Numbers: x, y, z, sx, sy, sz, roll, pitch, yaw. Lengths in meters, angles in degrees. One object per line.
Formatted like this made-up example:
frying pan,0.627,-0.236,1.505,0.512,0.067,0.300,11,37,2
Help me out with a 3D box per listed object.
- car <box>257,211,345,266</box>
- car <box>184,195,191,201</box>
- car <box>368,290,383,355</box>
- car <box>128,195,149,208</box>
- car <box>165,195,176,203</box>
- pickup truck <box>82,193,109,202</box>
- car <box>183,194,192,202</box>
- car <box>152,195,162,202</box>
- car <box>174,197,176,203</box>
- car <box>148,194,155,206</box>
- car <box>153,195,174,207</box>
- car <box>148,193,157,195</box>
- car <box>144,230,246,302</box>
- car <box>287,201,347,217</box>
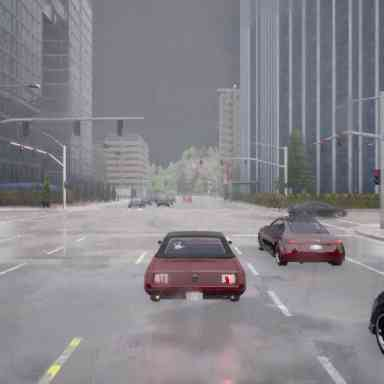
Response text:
car,3.579,1.564,11.602,1.994,1.385,4.181,0,0,0
car,-1.274,1.524,88.162,1.812,1.442,4.674,0,0,-1
car,3.608,1.564,3.191,1.994,1.385,4.181,0,0,-1
car,-7.785,1.526,47.421,1.812,1.442,4.674,0,0,1
car,-4.540,1.525,71.803,2.128,1.511,4.902,0,0,-1
pickup truck,-21.184,1.058,73.296,2.390,2.098,6.274,0,0,30
car,-1.124,1.355,77.872,2.097,1.767,4.553,0,0,-1
car,-8.123,1.465,77.548,1.882,1.535,5.008,0,0,-1
car,-4.454,1.505,61.363,1.837,1.490,4.892,0,0,-1
car,-7.901,1.505,56.675,1.837,1.490,4.892,0,0,-1
car,-4.341,1.547,51.521,2.033,1.411,5.357,0,0,-1
car,-7.990,1.221,67.081,2.150,2.045,5.566,0,0,-1
car,0.072,1.601,8.244,1.895,1.301,4.718,0,0,0
car,10.610,1.505,28.316,4.892,1.490,1.837,0,0,0
